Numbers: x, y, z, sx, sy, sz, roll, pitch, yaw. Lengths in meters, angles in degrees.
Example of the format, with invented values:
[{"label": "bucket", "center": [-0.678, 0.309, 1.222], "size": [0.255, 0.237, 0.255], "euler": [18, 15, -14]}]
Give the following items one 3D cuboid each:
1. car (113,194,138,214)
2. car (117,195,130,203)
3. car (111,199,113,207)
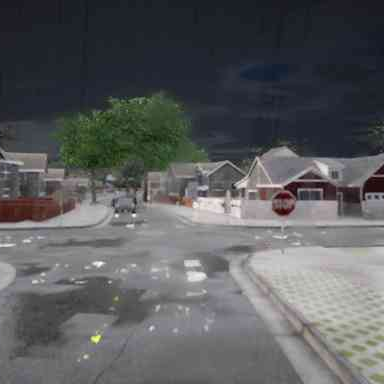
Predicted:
[{"label": "car", "center": [-7.092, 1.367, 35.337], "size": [2.097, 1.767, 4.553], "euler": [0, 0, -13]}, {"label": "car", "center": [-14.171, 1.366, 68.364], "size": [2.128, 1.511, 4.902], "euler": [0, 0, -17]}, {"label": "car", "center": [-11.344, 1.568, 50.793], "size": [2.033, 1.411, 5.357], "euler": [0, 0, -18]}]
